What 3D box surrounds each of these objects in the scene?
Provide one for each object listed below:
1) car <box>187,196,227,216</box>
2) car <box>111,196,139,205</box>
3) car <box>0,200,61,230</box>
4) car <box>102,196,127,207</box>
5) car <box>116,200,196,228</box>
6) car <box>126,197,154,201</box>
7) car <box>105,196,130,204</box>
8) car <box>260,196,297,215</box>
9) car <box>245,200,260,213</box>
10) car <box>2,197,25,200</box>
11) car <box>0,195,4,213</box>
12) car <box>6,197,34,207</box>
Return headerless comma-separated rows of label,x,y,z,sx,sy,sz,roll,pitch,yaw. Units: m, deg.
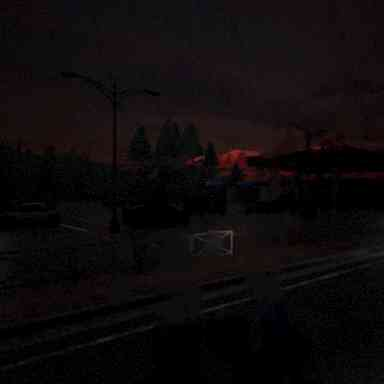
car,1.327,1.363,33.290,4.605,1.855,1.932,0,0,-38
car,-13.154,1.626,65.500,5.027,1.636,2.152,0,0,-38
car,-10.096,1.439,20.201,3.806,1.475,1.970,0,0,-38
car,-11.905,1.588,51.441,3.633,1.501,1.845,0,0,-38
car,-2.287,1.529,21.656,4.514,1.523,2.007,0,0,-38
car,-5.785,1.567,43.542,4.514,1.523,2.007,0,0,-38
car,-15.127,1.635,67.940,4.514,1.523,2.007,0,0,-38
car,9.550,1.370,35.546,3.866,1.878,1.905,0,0,-38
car,7.983,1.656,38.542,3.806,1.475,1.970,0,0,-38
car,-14.303,1.360,25.058,5.027,1.636,2.152,0,0,-38
car,-22.182,1.283,35.139,3.866,1.878,1.905,0,0,-38
car,-27.951,1.615,54.121,3.806,1.475,1.970,0,0,-38
